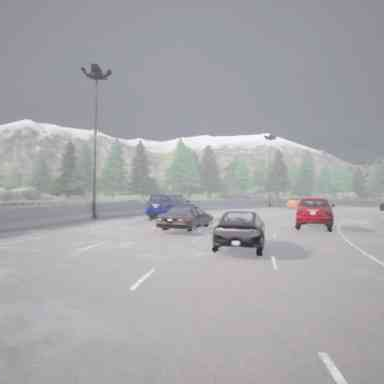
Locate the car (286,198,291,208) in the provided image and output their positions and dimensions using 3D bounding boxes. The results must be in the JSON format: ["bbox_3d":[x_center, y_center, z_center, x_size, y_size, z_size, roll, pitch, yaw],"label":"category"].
[{"bbox_3d":[16.669,1.672,51.569,4.553,1.767,2.097,1,0,-41],"label":"car"}]

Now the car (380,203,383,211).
[{"bbox_3d":[28.846,2.037,47.564,5.008,1.535,1.882,1,-1,-34],"label":"car"}]

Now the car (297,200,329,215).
[{"bbox_3d":[14.035,1.748,38.437,1.882,1.535,5.008,0,-1,39],"label":"car"}]

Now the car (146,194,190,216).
[{"bbox_3d":[-1.571,1.187,26.489,2.150,2.045,5.566,1,0,23],"label":"car"}]

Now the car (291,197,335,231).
[{"bbox_3d":[8.342,1.382,22.445,2.150,2.045,5.566,0,0,24],"label":"car"}]

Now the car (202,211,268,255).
[{"bbox_3d":[2.023,1.529,13.600,2.128,1.511,4.902,1,0,13],"label":"car"}]

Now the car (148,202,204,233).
[{"bbox_3d":[-0.296,1.539,19.908,2.033,1.411,5.357,1,0,20],"label":"car"}]
